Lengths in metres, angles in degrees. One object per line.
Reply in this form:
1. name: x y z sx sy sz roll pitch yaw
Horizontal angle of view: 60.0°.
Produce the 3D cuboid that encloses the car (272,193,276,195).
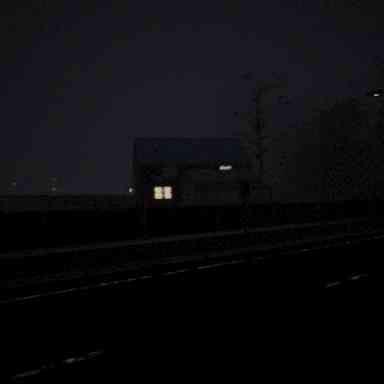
1. car: 13.994 0.864 59.120 2.097 1.767 4.553 -2 1 -14
